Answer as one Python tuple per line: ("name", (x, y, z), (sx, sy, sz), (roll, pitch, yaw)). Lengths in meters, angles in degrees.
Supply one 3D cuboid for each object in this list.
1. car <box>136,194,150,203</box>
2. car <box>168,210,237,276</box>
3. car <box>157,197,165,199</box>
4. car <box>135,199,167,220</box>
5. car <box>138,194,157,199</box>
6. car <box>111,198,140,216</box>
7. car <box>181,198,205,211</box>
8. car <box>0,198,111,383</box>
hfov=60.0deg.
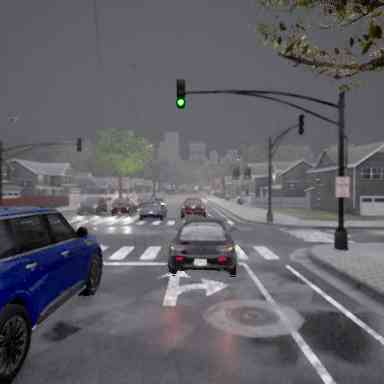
("car", (-9.738, 1.276, 66.147), (2.097, 1.767, 4.553), (0, 0, 0))
("car", (0.405, 1.516, 10.252), (1.812, 1.442, 4.674), (0, 0, 5))
("car", (-6.488, 1.549, 66.087), (1.895, 1.301, 4.718), (0, 0, 0))
("car", (-3.145, 1.529, 27.575), (1.994, 1.385, 4.181), (0, 0, 0))
("car", (-6.574, 1.428, 47.718), (1.837, 1.490, 4.892), (0, 0, 0))
("car", (-6.592, 1.557, 32.484), (1.895, 1.301, 4.718), (0, 0, 0))
("car", (0.105, 1.312, 30.260), (2.097, 1.767, 4.553), (0, 0, 0))
("car", (-3.150, 1.215, 5.432), (2.150, 2.045, 5.566), (0, 0, 0))
